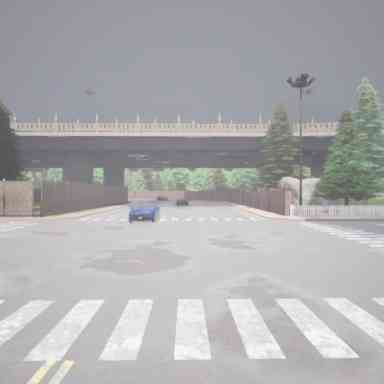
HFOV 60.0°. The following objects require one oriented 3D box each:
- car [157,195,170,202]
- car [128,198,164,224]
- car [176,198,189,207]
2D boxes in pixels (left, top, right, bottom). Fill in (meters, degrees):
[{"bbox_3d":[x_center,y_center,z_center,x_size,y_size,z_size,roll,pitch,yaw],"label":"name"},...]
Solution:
[{"bbox_3d":[-6.702,1.496,77.251,1.837,1.490,4.892,0,0,-23],"label":"car"},{"bbox_3d":[-3.490,1.494,24.996,1.882,1.535,5.008,0,0,0],"label":"car"},{"bbox_3d":[-1.442,1.611,52.016,1.895,1.301,4.718,0,0,-3],"label":"car"}]
